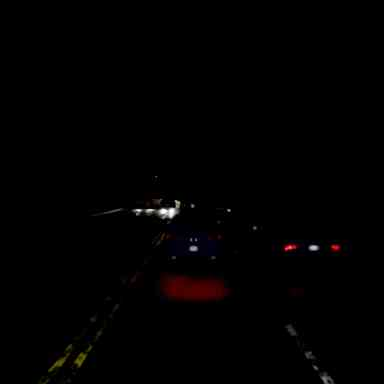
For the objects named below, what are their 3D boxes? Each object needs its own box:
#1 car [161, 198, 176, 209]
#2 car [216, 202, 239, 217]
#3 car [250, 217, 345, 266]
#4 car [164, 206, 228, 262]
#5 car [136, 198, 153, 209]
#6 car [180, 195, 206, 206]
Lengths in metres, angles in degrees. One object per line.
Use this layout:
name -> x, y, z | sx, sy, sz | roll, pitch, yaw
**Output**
car -> -3.353, 1.555, 47.450 | 2.128, 1.511, 4.902 | 0, 0, 0
car -> 3.325, 1.608, 31.918 | 1.994, 1.385, 4.181 | 0, 0, 0
car -> 3.311, 1.565, 11.517 | 2.033, 1.411, 5.357 | 0, 0, 0
car -> 0.063, 1.496, 12.177 | 1.882, 1.535, 5.008 | 0, 0, 0
car -> -6.604, 1.540, 47.029 | 1.882, 1.535, 5.008 | 0, 0, 0
car -> 0.074, 1.262, 30.460 | 2.150, 2.045, 5.566 | 0, 0, 0
